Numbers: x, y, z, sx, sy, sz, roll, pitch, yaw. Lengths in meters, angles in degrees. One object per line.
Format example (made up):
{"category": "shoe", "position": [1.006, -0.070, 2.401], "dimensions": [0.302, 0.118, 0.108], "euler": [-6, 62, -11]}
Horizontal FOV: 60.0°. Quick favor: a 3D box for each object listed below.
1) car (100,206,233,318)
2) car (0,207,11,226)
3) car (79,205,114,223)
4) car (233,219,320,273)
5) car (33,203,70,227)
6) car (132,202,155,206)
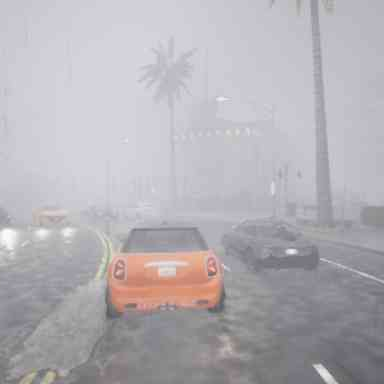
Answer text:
{"category": "car", "position": [-0.691, 1.368, 7.724], "dimensions": [2.097, 1.767, 4.553], "euler": [0, 0, -7]}
{"category": "car", "position": [-14.031, 1.717, 23.543], "dimensions": [1.895, 1.301, 4.718], "euler": [0, 0, -35]}
{"category": "car", "position": [-7.514, 1.685, 26.533], "dimensions": [1.895, 1.301, 4.718], "euler": [0, 0, -33]}
{"category": "car", "position": [2.331, 1.569, 10.881], "dimensions": [1.994, 1.385, 4.181], "euler": [0, 0, -10]}
{"category": "car", "position": [-10.256, 1.573, 24.066], "dimensions": [1.882, 1.535, 5.008], "euler": [0, 0, -32]}
{"category": "car", "position": [-4.136, 1.593, 27.542], "dimensions": [1.812, 1.442, 4.674], "euler": [0, 0, -31]}
